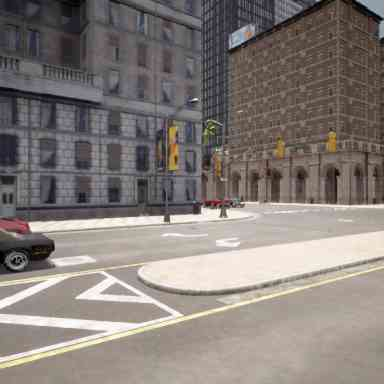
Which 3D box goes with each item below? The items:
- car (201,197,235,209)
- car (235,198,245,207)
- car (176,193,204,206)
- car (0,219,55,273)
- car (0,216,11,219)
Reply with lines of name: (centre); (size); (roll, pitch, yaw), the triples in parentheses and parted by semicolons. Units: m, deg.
car: (3.299, 1.478, 46.432); (1.882, 1.535, 5.008); (0, 0, -35)
car: (5.730, 1.491, 49.062); (2.128, 1.511, 4.902); (0, 0, -35)
car: (-0.401, 1.221, 57.881); (2.150, 2.045, 5.566); (0, 0, -34)
car: (-6.480, 1.601, 9.221); (4.718, 1.301, 1.895); (0, 0, -35)
car: (-8.424, 1.526, 12.126); (4.674, 1.442, 1.812); (0, 0, -35)
